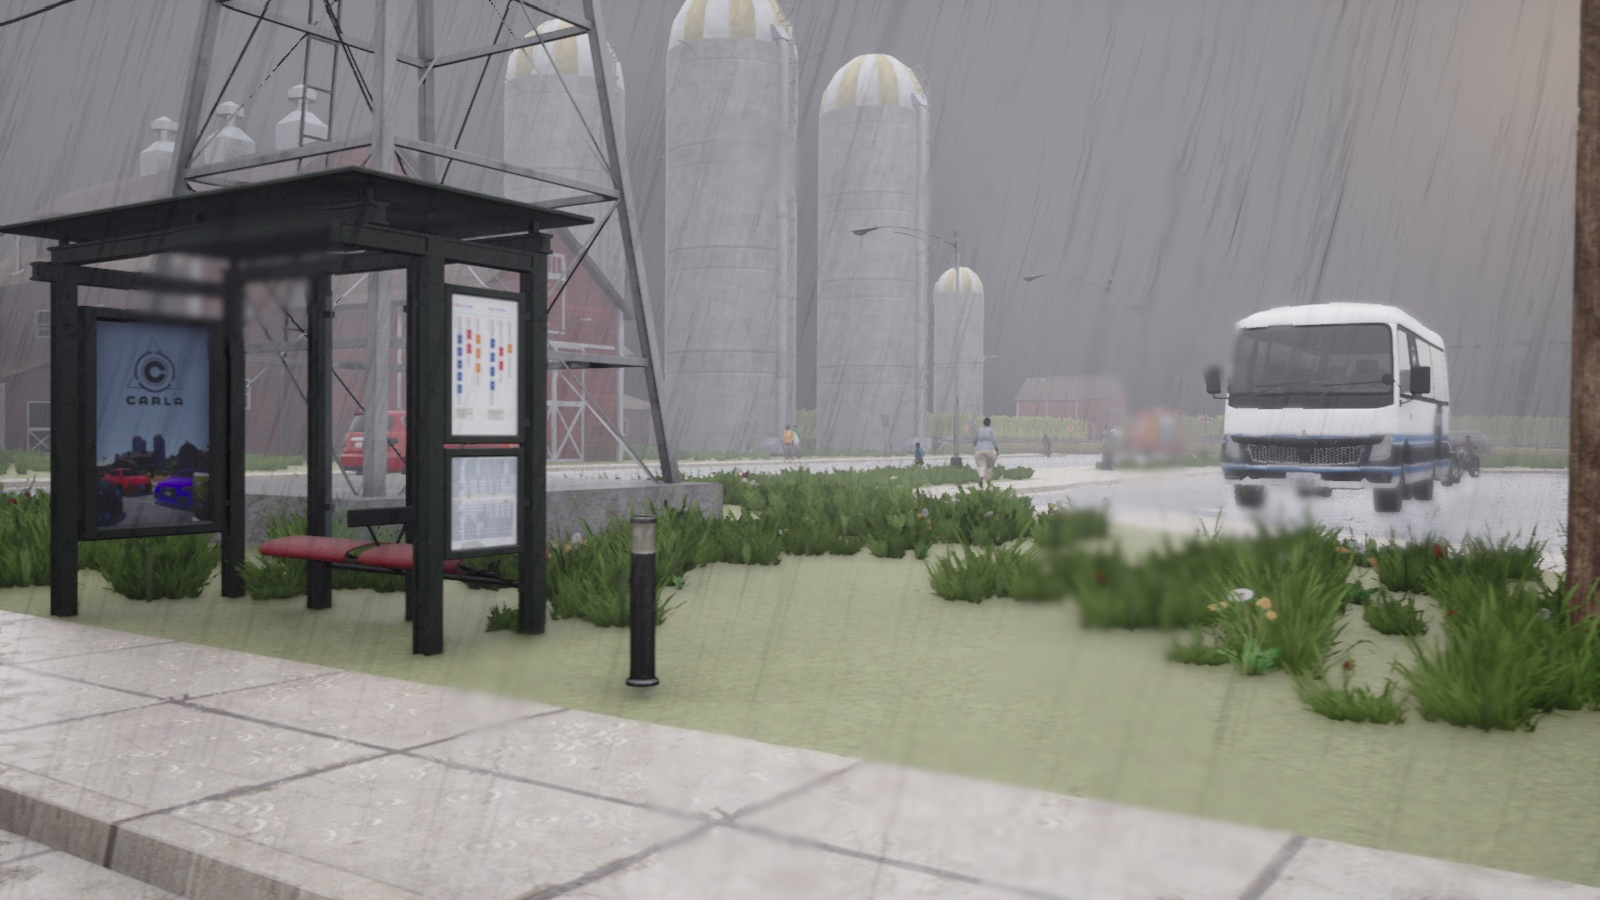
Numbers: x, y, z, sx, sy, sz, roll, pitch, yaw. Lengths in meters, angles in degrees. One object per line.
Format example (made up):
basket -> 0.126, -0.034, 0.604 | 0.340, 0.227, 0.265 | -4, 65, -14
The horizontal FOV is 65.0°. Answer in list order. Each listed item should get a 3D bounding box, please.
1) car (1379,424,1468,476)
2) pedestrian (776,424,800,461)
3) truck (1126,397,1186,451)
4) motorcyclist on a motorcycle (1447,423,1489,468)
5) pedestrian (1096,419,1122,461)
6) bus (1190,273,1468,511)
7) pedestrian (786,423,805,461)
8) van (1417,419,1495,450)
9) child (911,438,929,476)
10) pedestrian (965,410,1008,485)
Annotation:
car -> 19.701, -0.028, 39.562 | 2.007, 1.525, 4.514 | 0, 1, 33
pedestrian -> -0.584, -0.386, 62.697 | 0.874, 1.855, 0.900 | 0, 1, 27
truck -> 26.641, -1.896, 94.297 | 2.891, 3.827, 8.468 | 0, 1, 5
motorcyclist on a motorcycle -> 25.472, -0.191, 47.877 | 0.766, 1.649, 2.350 | 0, 1, 45
pedestrian -> 13.878, -0.465, 56.384 | 0.874, 1.855, 0.900 | 0, 1, 32
bus -> 12.062, -1.122, 27.776 | 3.944, 4.253, 10.273 | 0, 1, 33
pedestrian -> -0.236, -0.427, 65.720 | 0.659, 1.952, 0.873 | 0, 1, 28
van -> 43.543, -1.027, 83.402 | 4.442, 1.987, 1.775 | 0, 1, 33
child -> 3.807, 0.230, 39.888 | 0.343, 1.192, 0.448 | 0, 1, 41
pedestrian -> 4.754, -0.066, 31.984 | 0.874, 1.855, 0.900 | 0, 1, 21
